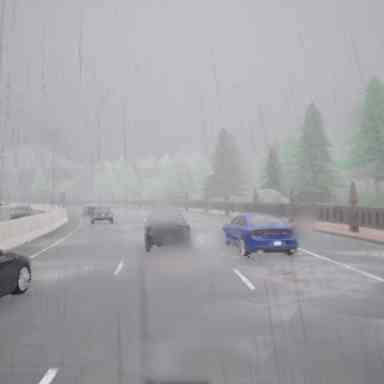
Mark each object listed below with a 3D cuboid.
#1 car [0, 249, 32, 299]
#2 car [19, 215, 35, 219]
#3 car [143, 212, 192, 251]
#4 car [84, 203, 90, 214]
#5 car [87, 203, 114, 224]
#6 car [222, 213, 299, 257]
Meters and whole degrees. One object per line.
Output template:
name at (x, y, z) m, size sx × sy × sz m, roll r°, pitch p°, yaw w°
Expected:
car at (-4.715, 1.625, 6.228) m, size 1.837 × 1.490 × 4.892 m, roll -1°, pitch -1°, yaw -4°
car at (-16.941, 2.050, 33.463) m, size 1.837 × 1.490 × 4.892 m, roll 0°, pitch -1°, yaw -21°
car at (-1.189, 1.653, 15.169) m, size 1.882 × 1.535 × 5.008 m, roll 0°, pitch -1°, yaw -8°
car at (-12.143, 2.051, 41.186) m, size 1.882 × 1.535 × 5.008 m, roll 0°, pitch 0°, yaw -26°
car at (-7.890, 1.947, 29.230) m, size 2.033 × 1.411 × 5.357 m, roll 0°, pitch -1°, yaw -17°
car at (2.563, 1.595, 13.589) m, size 1.882 × 1.535 × 5.008 m, roll 0°, pitch -1°, yaw -7°
